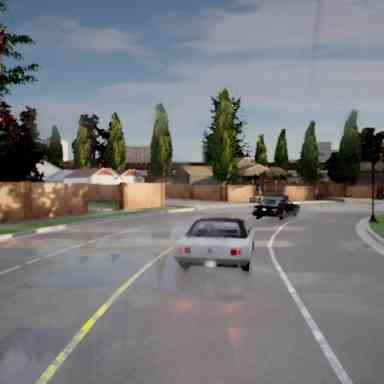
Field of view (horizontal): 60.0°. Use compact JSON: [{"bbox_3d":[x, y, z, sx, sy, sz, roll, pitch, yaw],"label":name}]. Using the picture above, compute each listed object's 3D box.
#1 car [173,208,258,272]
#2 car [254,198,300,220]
[{"bbox_3d":[0.911,1.404,10.148,1.895,1.301,4.718,0,1,12],"label":"car"},{"bbox_3d":[5.896,1.097,23.003,2.033,1.411,5.357,0,1,33],"label":"car"}]
